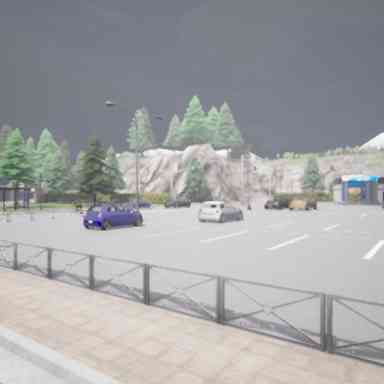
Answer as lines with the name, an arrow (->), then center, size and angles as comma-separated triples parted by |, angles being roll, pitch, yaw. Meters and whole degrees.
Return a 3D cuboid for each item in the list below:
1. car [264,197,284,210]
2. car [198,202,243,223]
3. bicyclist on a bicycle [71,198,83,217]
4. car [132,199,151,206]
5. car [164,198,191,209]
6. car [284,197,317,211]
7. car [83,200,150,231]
car -> 10.525, 1.401, 41.115 | 2.007, 1.523, 4.514 | 0, 0, 35
car -> 2.135, 1.436, 24.233 | 1.970, 1.475, 3.806 | 0, 0, 35
bicyclist on a bicycle -> -10.215, 1.391, 29.480 | 1.656, 1.620, 0.582 | -1, 0, 35
car -> -7.684, 1.639, 46.103 | 1.812, 1.442, 4.674 | 0, 0, 35
car -> -2.002, 1.595, 47.976 | 2.128, 1.511, 4.902 | 0, 0, 35
car -> 13.107, 1.383, 39.334 | 2.152, 1.636, 5.027 | 0, 0, 35
car -> -4.604, 1.434, 19.928 | 1.845, 1.501, 3.633 | 0, 0, 35
